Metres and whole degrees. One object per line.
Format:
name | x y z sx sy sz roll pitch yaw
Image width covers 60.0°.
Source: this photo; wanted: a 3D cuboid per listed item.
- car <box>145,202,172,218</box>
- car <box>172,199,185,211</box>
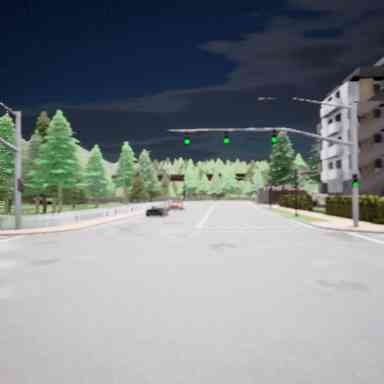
car | -3.735 2.051 36.109 1.895 1.301 4.718 -1 -1 5
car | -2.415 1.963 51.973 2.097 1.767 4.553 -1 -1 5
